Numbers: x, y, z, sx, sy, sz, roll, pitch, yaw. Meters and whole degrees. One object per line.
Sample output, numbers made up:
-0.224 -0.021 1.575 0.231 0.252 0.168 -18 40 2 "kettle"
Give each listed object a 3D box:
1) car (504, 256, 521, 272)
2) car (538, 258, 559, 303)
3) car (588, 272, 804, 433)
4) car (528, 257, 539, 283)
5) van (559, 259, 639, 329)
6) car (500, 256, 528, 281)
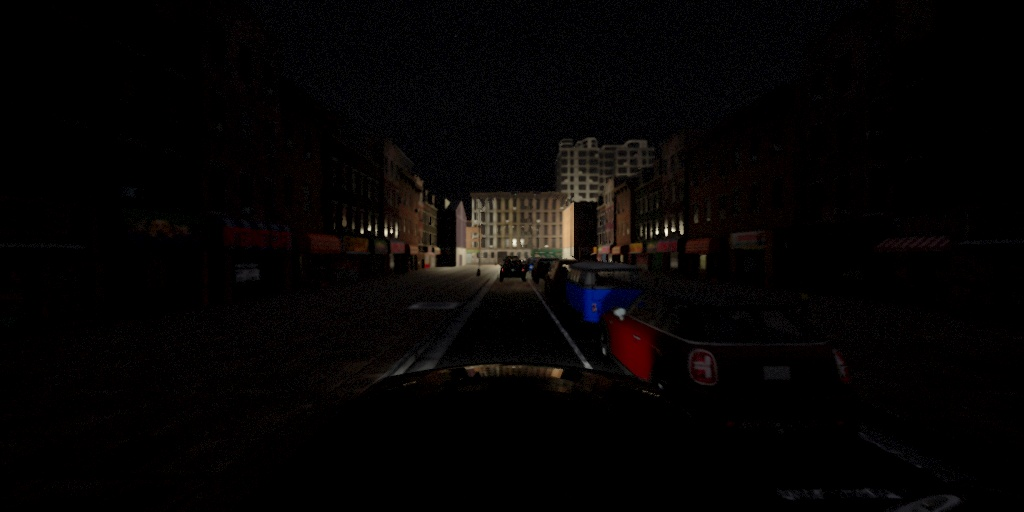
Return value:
0.047 0.973 46.637 2.150 2.045 5.566 0 0 0 "car"
2.623 1.060 16.455 2.192 1.841 5.009 0 0 0 "car"
2.637 1.186 5.508 1.967 1.591 4.097 0 0 0 "car"
2.610 1.061 27.409 2.192 1.841 5.009 0 0 0 "car"
2.630 1.086 10.983 1.690 1.789 3.998 0 0 0 "van"
0.068 1.101 29.651 2.097 1.767 4.553 0 0 0 "car"
